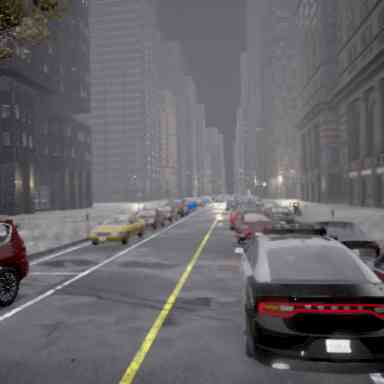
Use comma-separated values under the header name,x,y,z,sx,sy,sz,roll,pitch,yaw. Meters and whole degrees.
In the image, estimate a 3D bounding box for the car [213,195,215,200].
name,x,y,z,sx,sy,sz,roll,pitch,yaw
car,3.720,2.002,78.811,1.752,1.417,4.829,-1,0,7

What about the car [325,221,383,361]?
name,x,y,z,sx,sy,sz,roll,pitch,yaw
car,3.548,1.392,4.693,1.967,1.590,4.097,-1,0,7

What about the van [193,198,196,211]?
name,x,y,z,sx,sy,sz,roll,pitch,yaw
van,-0.925,1.636,39.514,1.690,1.788,3.998,-1,0,7

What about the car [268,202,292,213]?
name,x,y,z,sx,sy,sz,roll,pitch,yaw
car,5.548,1.574,21.607,2.008,1.369,4.403,-1,0,7

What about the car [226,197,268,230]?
name,x,y,z,sx,sy,sz,roll,pitch,yaw
car,3.524,1.419,21.831,2.097,1.767,4.553,-2,-1,7

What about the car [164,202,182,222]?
name,x,y,z,sx,sy,sz,roll,pitch,yaw
car,-2.250,1.828,28.236,1.802,1.307,4.206,-1,0,7

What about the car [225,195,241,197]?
name,x,y,z,sx,sy,sz,roll,pitch,yaw
car,7.083,1.726,58.158,1.882,1.535,5.008,-1,0,7

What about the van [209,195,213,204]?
name,x,y,z,sx,sy,sz,roll,pitch,yaw
van,3.070,1.791,73.343,1.690,1.788,3.998,-1,0,7

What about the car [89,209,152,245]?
name,x,y,z,sx,sy,sz,roll,pitch,yaw
car,-3.603,1.722,16.790,1.752,1.417,4.829,-1,0,7

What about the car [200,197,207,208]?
name,x,y,z,sx,sy,sz,roll,pitch,yaw
car,1.079,1.953,56.426,1.802,1.307,4.206,-1,0,7

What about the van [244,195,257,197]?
name,x,y,z,sx,sy,sz,roll,pitch,yaw
van,8.206,1.463,44.163,1.690,1.788,3.998,-1,0,7

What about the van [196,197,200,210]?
name,x,y,z,sx,sy,sz,roll,pitch,yaw
van,-0.259,1.661,45.152,1.690,1.788,3.998,-1,0,7

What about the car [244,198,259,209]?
name,x,y,z,sx,sy,sz,roll,pitch,yaw
car,8.877,1.692,49.800,1.887,1.381,4.507,-1,0,7

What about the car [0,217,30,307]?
name,x,y,z,sx,sy,sz,roll,pitch,yaw
car,-4.920,1.466,5.684,2.192,1.841,5.009,-1,0,7

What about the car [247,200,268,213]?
name,x,y,z,sx,sy,sz,roll,pitch,yaw
car,7.546,1.647,38.523,2.008,1.369,4.403,-1,0,7

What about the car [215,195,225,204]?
name,x,y,z,sx,sy,sz,roll,pitch,yaw
car,6.490,1.918,78.704,1.837,1.490,4.892,-1,-1,7

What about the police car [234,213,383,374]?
name,x,y,z,sx,sy,sz,roll,pitch,yaw
police car,1.836,1.426,6.068,1.930,1.638,5.238,-1,0,7

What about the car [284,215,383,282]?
name,x,y,z,sx,sy,sz,roll,pitch,yaw
car,4.217,1.542,10.331,1.947,1.339,4.313,-1,0,7

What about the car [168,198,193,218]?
name,x,y,z,sx,sy,sz,roll,pitch,yaw
car,-1.591,1.585,33.876,2.192,1.841,5.009,-1,0,7

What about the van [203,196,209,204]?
name,x,y,z,sx,sy,sz,roll,pitch,yaw
van,1.738,1.738,62.067,1.690,1.788,3.998,-1,0,7

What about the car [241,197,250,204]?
name,x,y,z,sx,sy,sz,roll,pitch,yaw
car,11.541,1.834,72.353,1.802,1.307,4.206,-1,0,7

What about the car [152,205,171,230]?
name,x,y,z,sx,sy,sz,roll,pitch,yaw
car,-2.916,1.804,22.597,1.802,1.307,4.206,-1,0,7

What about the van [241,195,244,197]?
name,x,y,z,sx,sy,sz,roll,pitch,yaw
van,9.538,1.514,55.439,1.690,1.788,3.998,-1,0,7

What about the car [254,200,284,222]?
name,x,y,z,sx,sy,sz,roll,pitch,yaw
car,6.211,1.488,27.246,1.967,1.590,4.097,-1,0,7

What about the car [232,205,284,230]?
name,x,y,z,sx,sy,sz,roll,pitch,yaw
car,2.999,1.568,15.889,1.812,1.442,4.674,-1,0,7
